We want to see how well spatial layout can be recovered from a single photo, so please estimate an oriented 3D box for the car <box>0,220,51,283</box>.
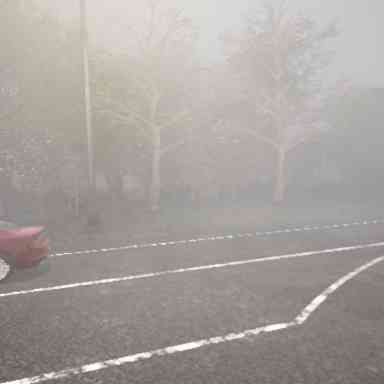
[{"bbox_3d":[-6.085,1.380,7.878,5.008,1.535,1.882,-3,3,-19],"label":"car"}]
